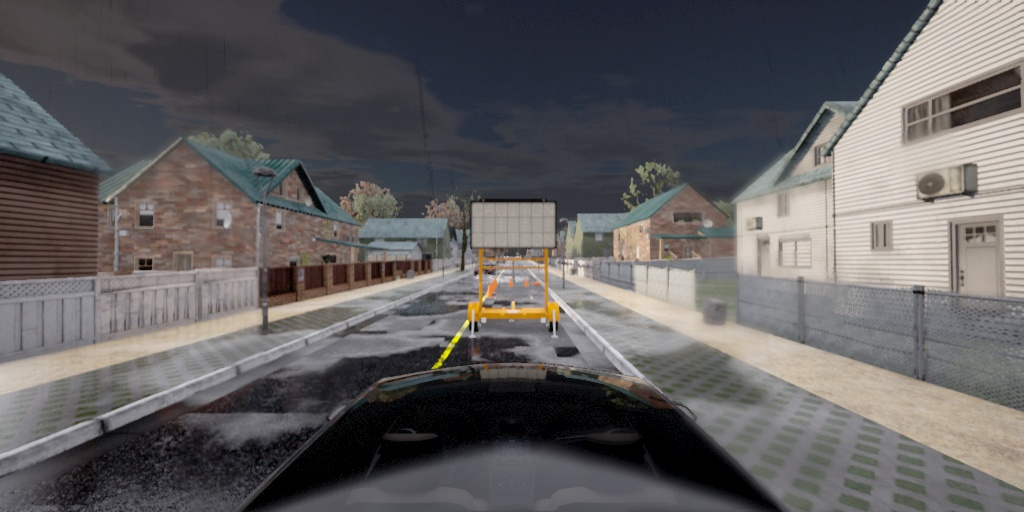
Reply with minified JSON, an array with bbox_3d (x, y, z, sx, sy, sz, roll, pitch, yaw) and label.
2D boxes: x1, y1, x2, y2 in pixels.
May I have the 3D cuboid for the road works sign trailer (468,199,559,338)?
[{"bbox_3d":[0.043,0.204,10.128,2.380,3.560,2.880,0,0,0],"label":"road works sign trailer"}]

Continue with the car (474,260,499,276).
[{"bbox_3d":[-2.675,1.265,36.028,1.994,1.385,4.181,0,0,0],"label":"car"}]
